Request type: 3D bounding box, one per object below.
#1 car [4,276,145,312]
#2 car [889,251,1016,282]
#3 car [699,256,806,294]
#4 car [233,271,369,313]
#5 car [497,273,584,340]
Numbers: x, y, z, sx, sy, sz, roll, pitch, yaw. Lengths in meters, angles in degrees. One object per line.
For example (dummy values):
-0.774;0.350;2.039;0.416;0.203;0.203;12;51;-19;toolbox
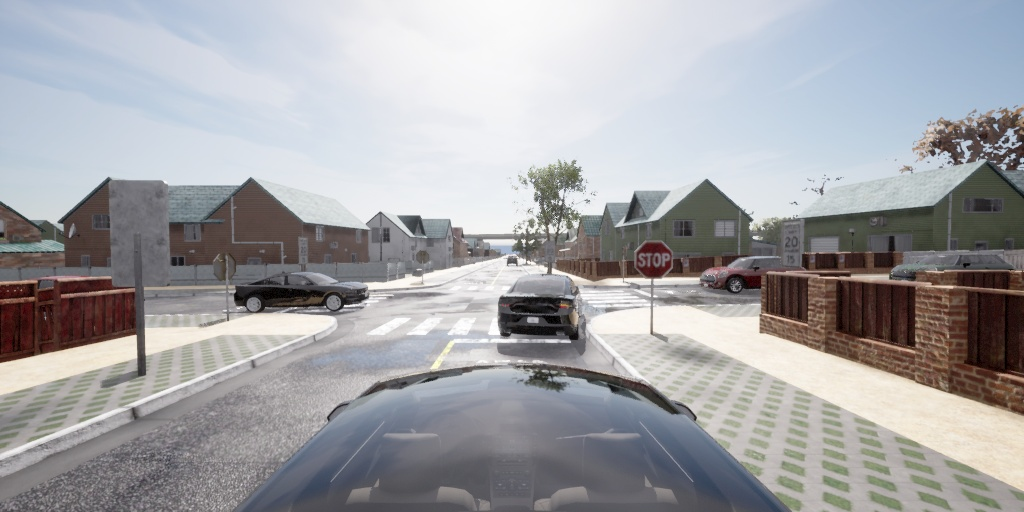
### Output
-18.013;1.547;14.590;5.008;1.535;1.882;-1;2;0;car
21.711;0.646;17.783;4.553;1.767;2.097;-1;2;0;car
11.816;0.820;17.717;4.553;1.767;2.097;-1;2;0;car
-8.461;1.377;14.647;5.008;1.535;1.882;-1;2;0;car
0.963;1.225;10.114;1.882;1.535;5.008;0;0;12;car
